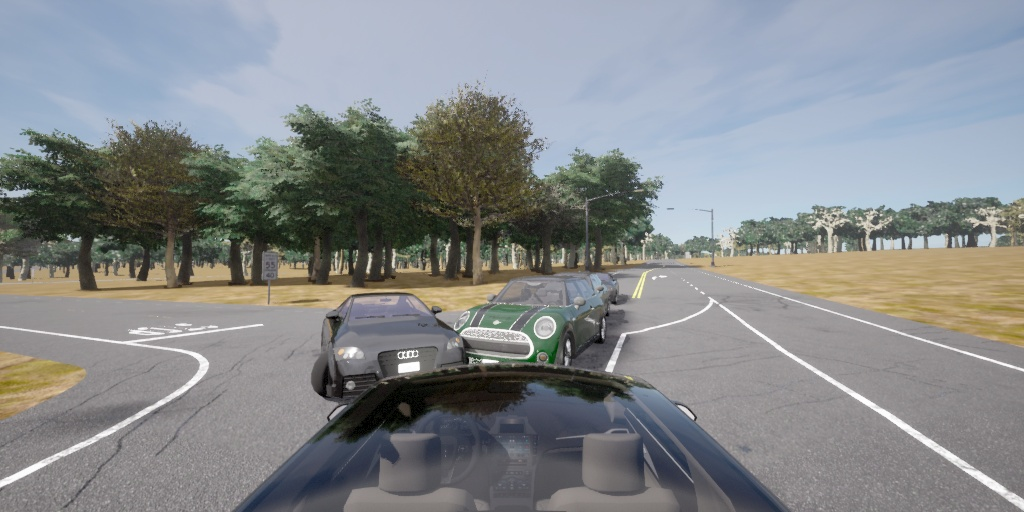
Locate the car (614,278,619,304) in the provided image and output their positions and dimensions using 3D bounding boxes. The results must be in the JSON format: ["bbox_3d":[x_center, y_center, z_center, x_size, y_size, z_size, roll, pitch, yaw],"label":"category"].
[{"bbox_3d":[4.229,1.509,17.814,1.994,1.385,4.181,-1,0,19],"label":"car"}]

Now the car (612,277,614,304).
[{"bbox_3d":[2.032,1.344,12.088,2.097,1.767,4.553,-1,-1,21],"label":"car"}]

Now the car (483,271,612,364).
[{"bbox_3d":[0.624,1.218,7.776,2.097,1.767,4.553,-1,-2,26],"label":"car"}]

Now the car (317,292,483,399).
[{"bbox_3d":[-2.348,1.375,6.572,1.994,1.385,4.181,1,-2,-29],"label":"car"}]
